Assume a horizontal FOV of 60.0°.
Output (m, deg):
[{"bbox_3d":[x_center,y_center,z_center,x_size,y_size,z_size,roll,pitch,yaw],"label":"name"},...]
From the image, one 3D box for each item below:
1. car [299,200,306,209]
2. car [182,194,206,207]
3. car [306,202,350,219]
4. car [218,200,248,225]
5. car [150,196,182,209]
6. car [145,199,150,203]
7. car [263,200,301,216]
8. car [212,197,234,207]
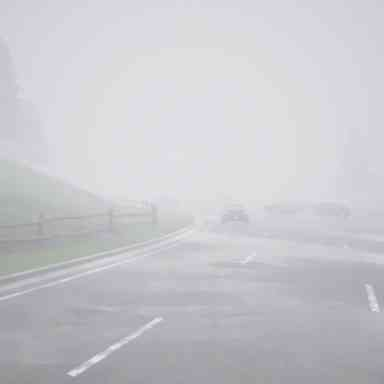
[{"bbox_3d":[14.195,1.823,45.048,2.033,1.411,5.357,1,0,-23],"label":"car"},{"bbox_3d":[-0.129,1.394,56.037,2.150,2.045,5.566,1,0,-42],"label":"car"},{"bbox_3d":[13.306,1.734,32.272,1.837,1.490,4.892,2,0,-6],"label":"car"},{"bbox_3d":[3.175,1.634,25.390,1.812,1.442,4.674,1,0,2],"label":"car"},{"bbox_3d":[-3.884,1.470,49.107,2.097,1.767,4.553,1,0,-33],"label":"car"},{"bbox_3d":[-6.285,1.610,57.507,2.128,1.511,4.902,1,0,-44],"label":"car"},{"bbox_3d":[9.383,1.801,35.918,1.895,1.301,4.718,1,0,-12],"label":"car"},{"bbox_3d":[5.243,1.576,54.497,2.097,1.767,4.553,1,0,-33],"label":"car"}]
